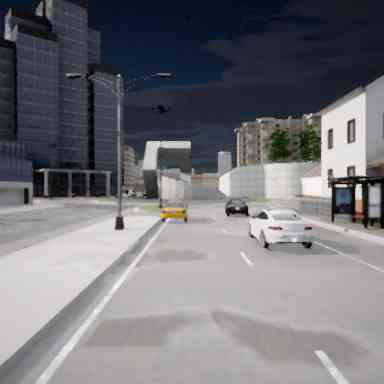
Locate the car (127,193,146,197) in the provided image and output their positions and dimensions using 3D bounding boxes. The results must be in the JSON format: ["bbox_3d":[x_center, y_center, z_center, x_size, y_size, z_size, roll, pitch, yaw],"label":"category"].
[{"bbox_3d":[-14.394,0.928,87.230,5.357,1.411,2.033,0,0,-34],"label":"car"}]

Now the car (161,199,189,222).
[{"bbox_3d":[-1.219,1.283,24.667,1.801,1.575,5.366,0,0,0],"label":"car"}]

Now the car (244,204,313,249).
[{"bbox_3d":[3.588,1.427,13.979,1.812,1.442,4.674,0,0,0],"label":"car"}]

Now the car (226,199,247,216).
[{"bbox_3d":[4.043,1.353,30.049,1.994,1.385,4.181,0,0,6],"label":"car"}]
